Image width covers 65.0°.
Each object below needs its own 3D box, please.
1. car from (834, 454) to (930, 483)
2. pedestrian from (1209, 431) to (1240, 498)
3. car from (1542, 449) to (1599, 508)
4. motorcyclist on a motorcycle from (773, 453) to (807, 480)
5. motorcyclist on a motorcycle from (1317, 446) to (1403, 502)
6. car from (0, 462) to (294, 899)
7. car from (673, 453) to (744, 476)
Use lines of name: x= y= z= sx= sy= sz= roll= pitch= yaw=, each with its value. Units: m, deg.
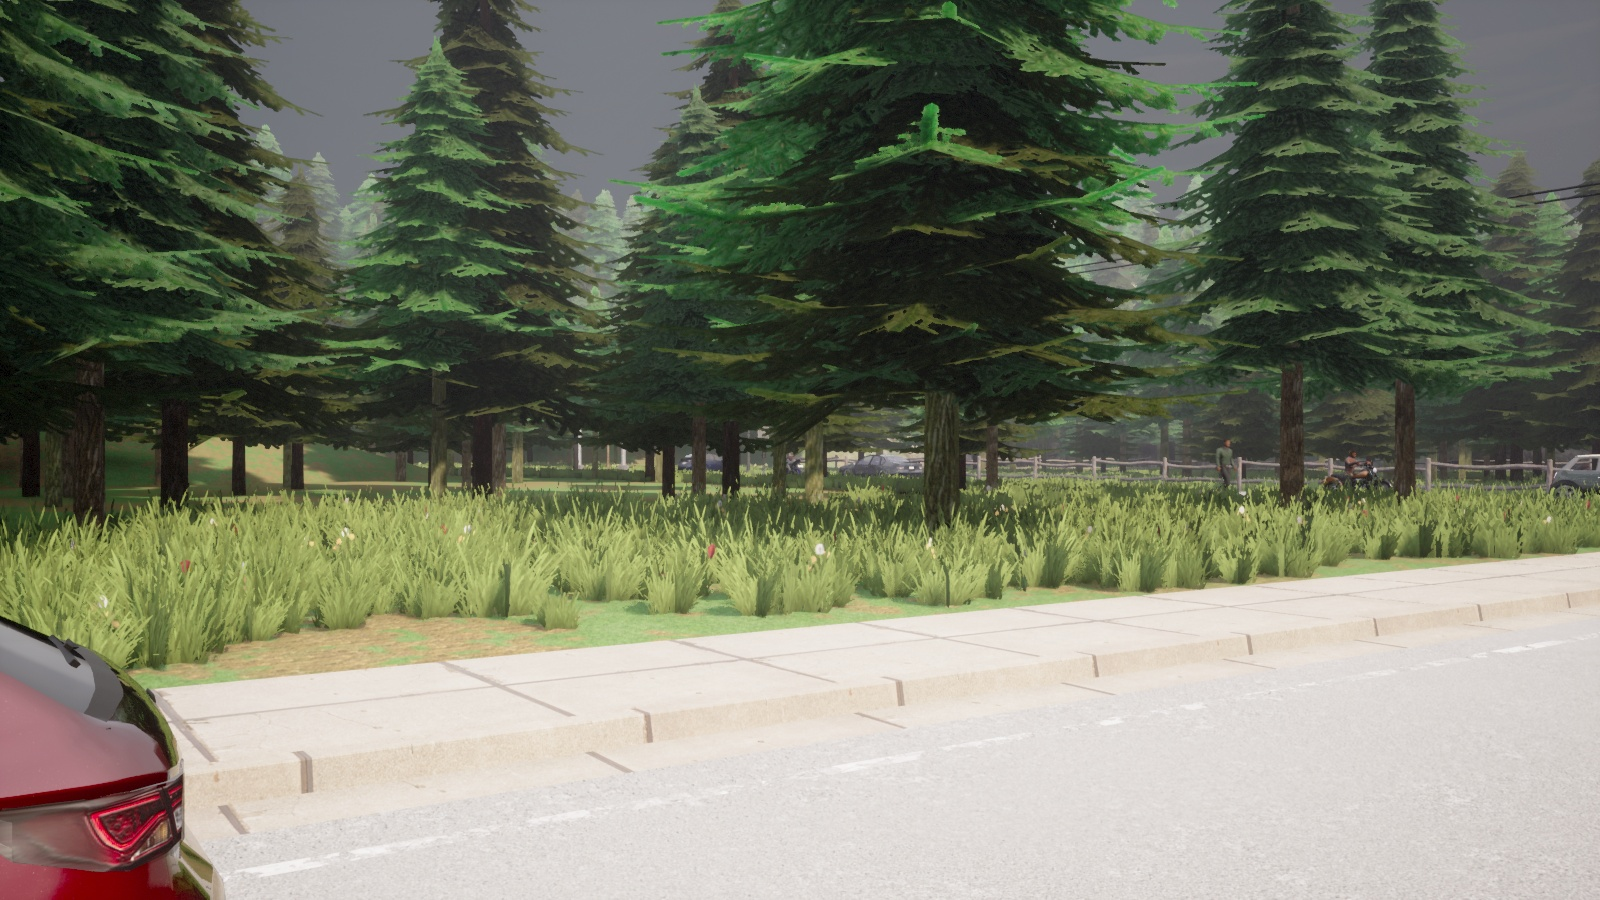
car: x=4.116 y=0.914 z=64.082 sx=2.033 sy=1.411 sz=5.357 roll=0 pitch=0 yaw=-34
pedestrian: x=12.551 y=0.434 z=37.120 sx=0.423 sy=1.949 sz=0.788 roll=0 pitch=0 yaw=-26
car: x=21.215 y=0.708 z=31.677 sx=1.970 sy=1.475 sz=3.806 roll=0 pitch=0 yaw=-32
motorcyclist on a motorcycle: x=-0.571 y=0.928 z=71.075 sx=0.866 sy=1.530 sz=2.191 roll=0 pitch=0 yaw=-35
motorcyclist on a motorcycle: x=17.049 y=0.718 z=38.302 sx=0.766 sy=1.649 sz=2.350 roll=0 pitch=0 yaw=-33
car: x=-3.043 y=0.769 z=1.540 sx=4.193 sy=1.474 sz=1.816 roll=0 pitch=0 yaw=-35
car: x=-6.218 y=0.968 z=85.937 sx=2.163 sy=1.488 sz=4.792 roll=0 pitch=0 yaw=39
